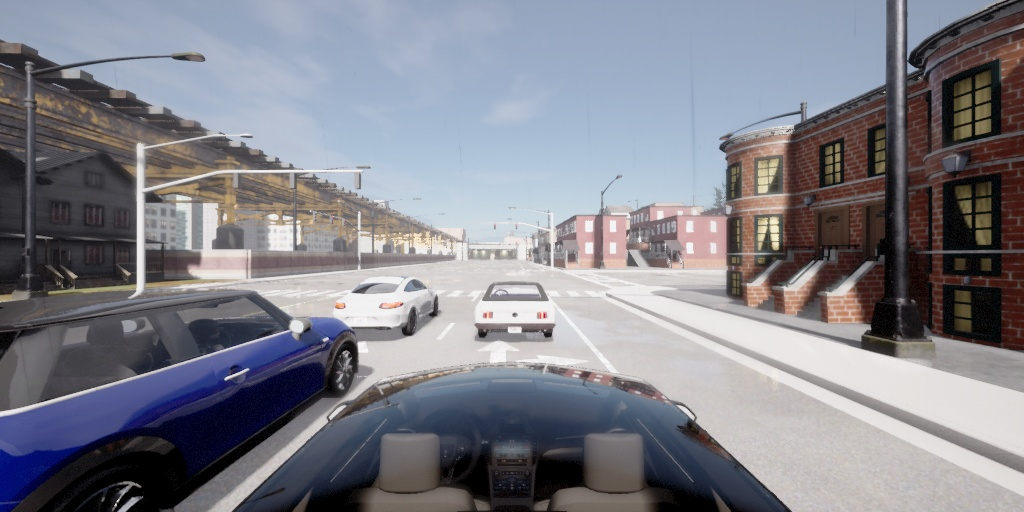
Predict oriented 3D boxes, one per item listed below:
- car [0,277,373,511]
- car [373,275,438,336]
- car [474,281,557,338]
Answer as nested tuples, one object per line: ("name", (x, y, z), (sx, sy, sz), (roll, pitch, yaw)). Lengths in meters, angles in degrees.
("car", (-3.399, 1.103, 3.683), (2.097, 1.767, 4.553), (0, 0, 0))
("car", (-3.397, 1.278, 10.326), (1.812, 1.442, 4.674), (0, 0, 0))
("car", (0.106, 1.353, 10.218), (1.895, 1.301, 4.718), (0, 0, 1))
